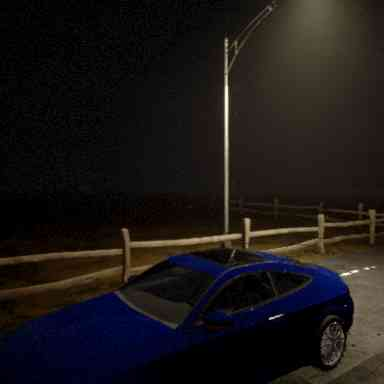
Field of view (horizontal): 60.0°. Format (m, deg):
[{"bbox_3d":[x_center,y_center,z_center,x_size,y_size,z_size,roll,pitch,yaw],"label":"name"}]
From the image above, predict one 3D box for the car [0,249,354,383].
[{"bbox_3d":[0.177,1.518,4.116,4.674,1.442,1.812,0,0,-35],"label":"car"}]
